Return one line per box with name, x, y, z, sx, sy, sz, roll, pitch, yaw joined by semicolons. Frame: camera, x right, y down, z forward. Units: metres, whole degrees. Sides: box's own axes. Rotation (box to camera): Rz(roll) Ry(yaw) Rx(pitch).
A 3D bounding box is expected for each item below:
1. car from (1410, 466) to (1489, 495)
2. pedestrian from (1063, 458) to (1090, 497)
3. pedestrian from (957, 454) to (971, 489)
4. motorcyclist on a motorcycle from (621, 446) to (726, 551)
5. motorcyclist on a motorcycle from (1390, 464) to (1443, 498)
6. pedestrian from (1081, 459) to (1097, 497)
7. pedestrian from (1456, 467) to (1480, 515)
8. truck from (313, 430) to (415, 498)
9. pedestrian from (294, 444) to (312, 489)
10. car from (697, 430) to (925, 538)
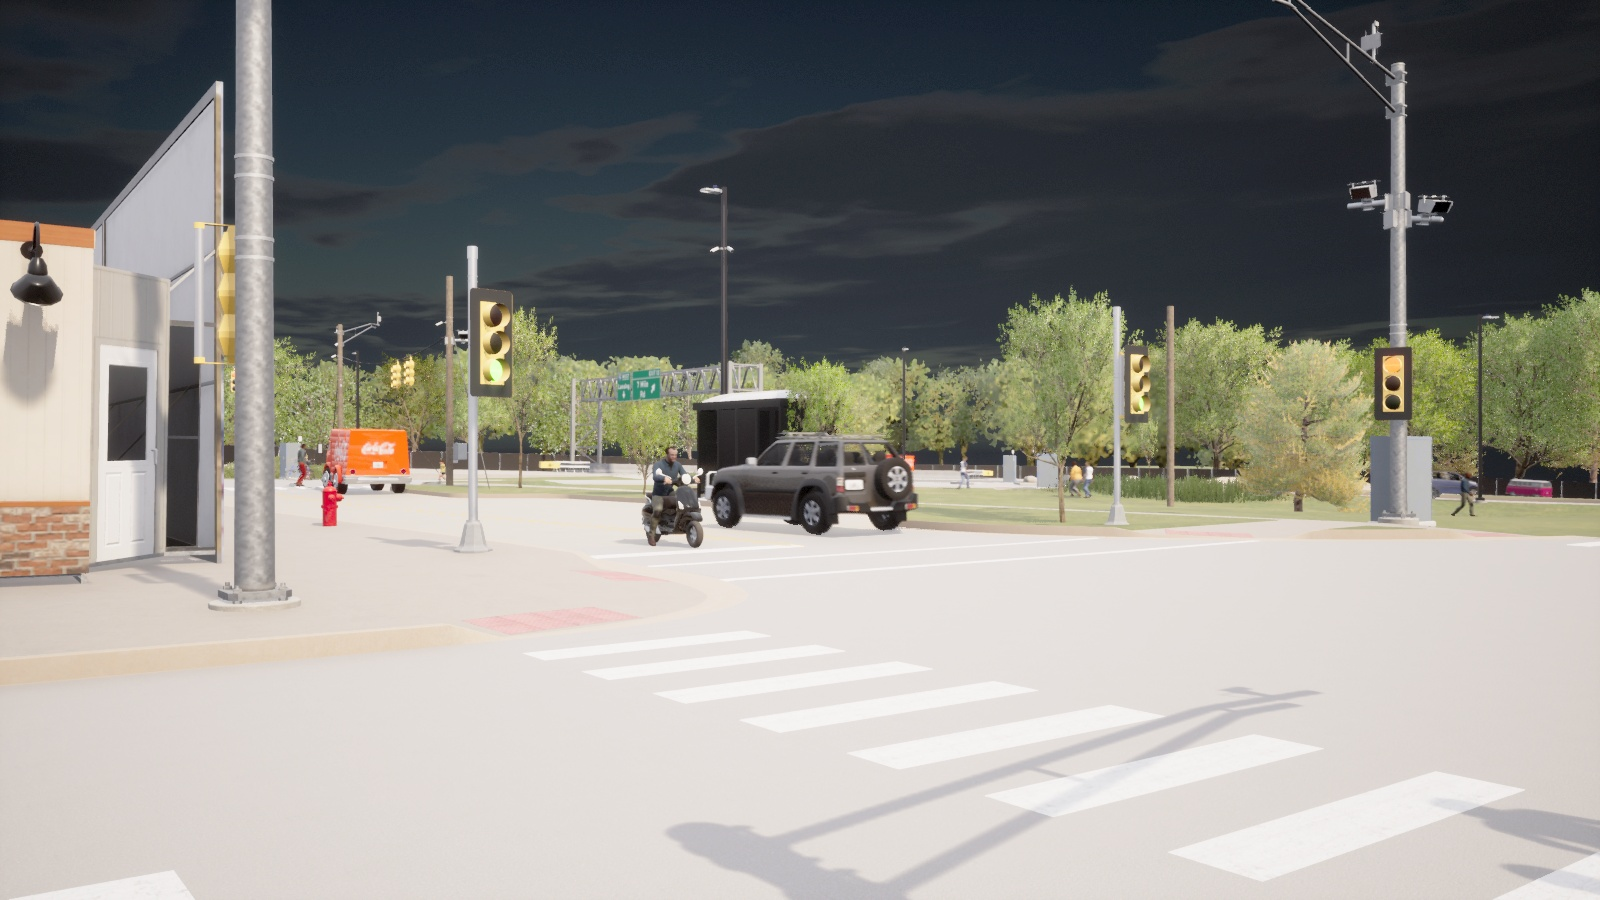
car;40.708;1.939;78.798;3.988;1.617;1.851;2;-2;7
pedestrian;13.402;1.341;60.906;0.874;1.855;0.900;0;0;-43
pedestrian;8.771;1.138;67.076;0.706;1.836;0.354;0;0;-34
motorcyclist on a motorcycle;-2.040;0.744;20.081;0.866;1.590;1.817;0;0;-36
motorcyclist on a motorcycle;32.260;1.615;65.730;2.350;1.649;0.766;1;1;36
pedestrian;14.090;1.361;61.304;0.354;1.836;0.706;0;0;-31
pedestrian;25.521;1.564;48.003;0.370;1.835;0.726;0;0;-43
truck;-16.951;0.484;48.656;2.627;2.467;5.204;0;1;-32
pedestrian;-20.671;0.692;52.207;0.614;1.847;0.353;0;0;-38
car;0.097;0.603;23.953;1.932;1.855;4.605;0;0;-37
